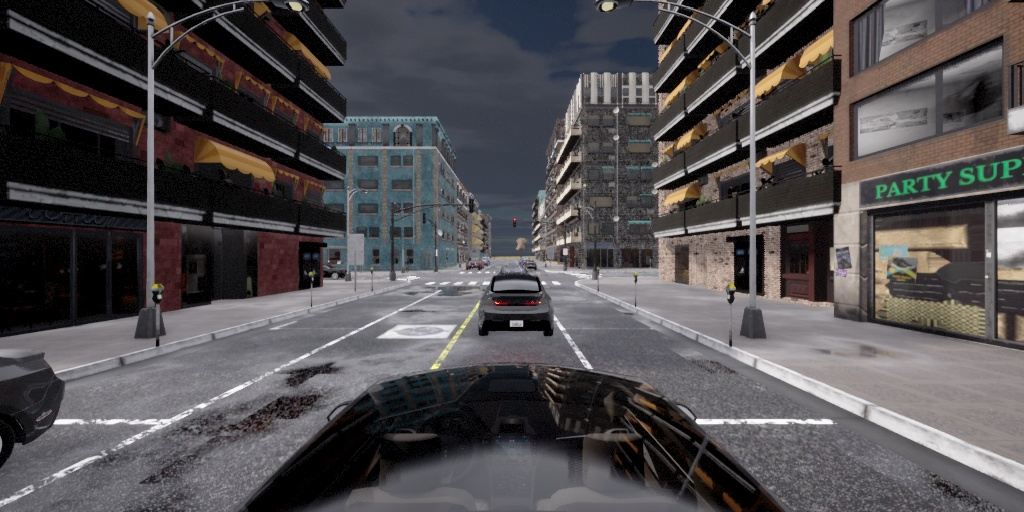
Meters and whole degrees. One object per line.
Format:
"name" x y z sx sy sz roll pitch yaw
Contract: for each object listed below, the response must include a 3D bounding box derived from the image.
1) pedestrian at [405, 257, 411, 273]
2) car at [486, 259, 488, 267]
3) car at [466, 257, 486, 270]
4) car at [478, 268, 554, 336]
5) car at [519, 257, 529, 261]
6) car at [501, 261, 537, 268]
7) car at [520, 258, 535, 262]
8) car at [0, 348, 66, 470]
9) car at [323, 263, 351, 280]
"pedestrian" -12.162 1.029 41.689 0.375 1.860 0.375 0 1 0
"car" -5.331 1.278 56.493 1.888 1.381 4.507 0 0 0
"car" -5.329 1.051 50.941 2.192 1.841 5.009 0 0 0
"car" 0.094 1.254 10.367 1.837 1.490 4.892 0 0 0
"car" 2.548 1.312 62.047 1.802 1.307 4.207 0 0 0
"car" 0.096 1.239 19.702 2.128 1.511 4.902 0 0 0
"car" 2.551 1.303 50.943 1.948 1.339 4.313 0 0 0
"car" -5.315 1.300 1.691 2.007 1.370 4.403 0 0 0
"car" -17.657 1.420 33.368 5.008 1.535 1.882 -1 0 0
